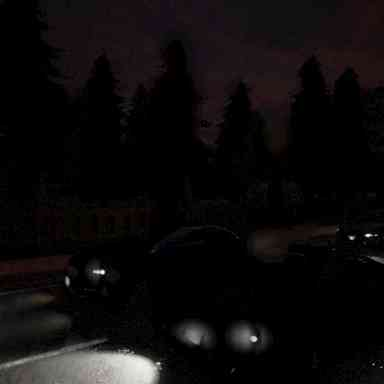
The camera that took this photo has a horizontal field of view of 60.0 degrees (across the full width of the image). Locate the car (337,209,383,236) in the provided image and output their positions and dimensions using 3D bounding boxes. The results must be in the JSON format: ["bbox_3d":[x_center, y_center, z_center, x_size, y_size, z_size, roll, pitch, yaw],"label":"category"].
[{"bbox_3d":[8.001,1.497,13.975,4.892,1.490,1.837,0,0,-36],"label":"car"}]

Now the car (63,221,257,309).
[{"bbox_3d":[-0.446,1.490,7.969,4.902,1.511,2.128,0,0,-35],"label":"car"}]

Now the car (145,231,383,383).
[{"bbox_3d":[1.650,1.562,5.161,4.181,1.385,1.994,0,0,-35],"label":"car"}]
